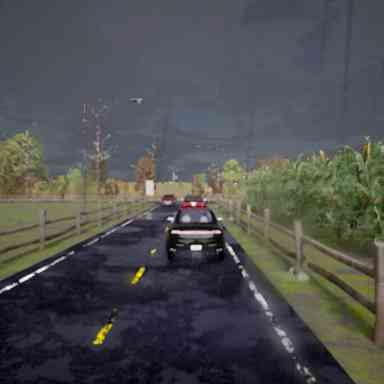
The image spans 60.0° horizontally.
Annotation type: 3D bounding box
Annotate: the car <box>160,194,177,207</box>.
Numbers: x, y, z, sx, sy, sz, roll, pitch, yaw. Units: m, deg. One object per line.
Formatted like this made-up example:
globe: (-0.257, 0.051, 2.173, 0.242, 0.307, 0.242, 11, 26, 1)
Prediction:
car: (-2.717, 0.974, 39.747, 1.812, 1.442, 4.674, 0, 1, 0)

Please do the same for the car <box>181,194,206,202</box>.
car: (0.134, 0.968, 28.014, 2.097, 1.767, 4.553, 0, 1, 0)

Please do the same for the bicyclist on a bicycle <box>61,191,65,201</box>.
bicyclist on a bicycle: (-22.353, 0.683, 57.471, 0.582, 1.620, 1.656, 0, 1, 1)

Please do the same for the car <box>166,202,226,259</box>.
car: (0.116, 1.335, 11.869, 2.128, 1.511, 4.902, 0, 1, 0)
